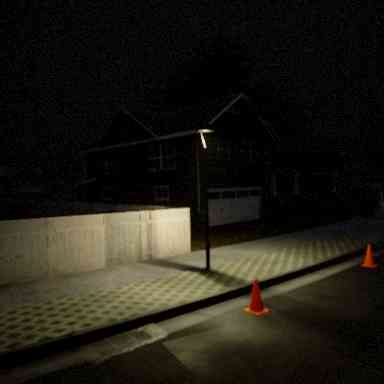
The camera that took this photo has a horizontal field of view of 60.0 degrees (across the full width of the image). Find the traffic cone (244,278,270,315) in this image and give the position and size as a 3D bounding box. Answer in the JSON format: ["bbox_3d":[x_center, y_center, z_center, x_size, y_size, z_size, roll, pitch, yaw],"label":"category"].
[{"bbox_3d":[1.165,1.857,6.014,0.340,0.580,0.340,-2,1,-39],"label":"traffic cone"}]

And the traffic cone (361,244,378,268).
[{"bbox_3d":[4.891,1.743,9.170,0.340,0.580,0.340,-2,1,-42],"label":"traffic cone"}]
